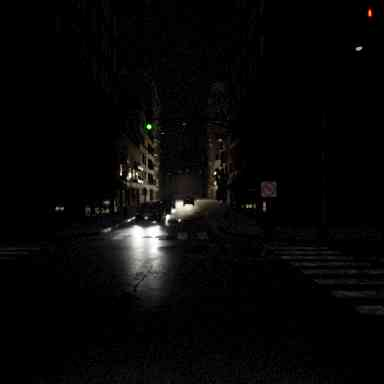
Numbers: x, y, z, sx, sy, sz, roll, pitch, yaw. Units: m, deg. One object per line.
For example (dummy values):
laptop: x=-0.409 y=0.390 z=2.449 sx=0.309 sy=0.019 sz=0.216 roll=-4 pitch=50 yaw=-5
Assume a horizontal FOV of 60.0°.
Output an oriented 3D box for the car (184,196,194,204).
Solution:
car: x=-0.623 y=1.546 z=64.322 sx=1.837 sy=1.490 sz=4.892 roll=0 pitch=0 yaw=-1

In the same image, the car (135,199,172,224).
car: x=-3.031 y=1.508 z=25.235 sx=2.128 sy=1.511 sz=4.902 roll=0 pitch=0 yaw=3

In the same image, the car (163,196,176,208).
car: x=-3.277 y=1.380 z=45.167 sx=2.097 sy=1.767 sz=4.553 roll=0 pitch=0 yaw=0

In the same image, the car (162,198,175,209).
car: x=-3.178 y=1.586 z=34.981 sx=1.994 sy=1.385 sz=4.181 roll=0 pitch=0 yaw=-1

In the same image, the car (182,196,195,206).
car: x=-0.522 y=1.538 z=53.904 sx=1.837 sy=1.490 sz=4.892 roll=0 pitch=0 yaw=-1
